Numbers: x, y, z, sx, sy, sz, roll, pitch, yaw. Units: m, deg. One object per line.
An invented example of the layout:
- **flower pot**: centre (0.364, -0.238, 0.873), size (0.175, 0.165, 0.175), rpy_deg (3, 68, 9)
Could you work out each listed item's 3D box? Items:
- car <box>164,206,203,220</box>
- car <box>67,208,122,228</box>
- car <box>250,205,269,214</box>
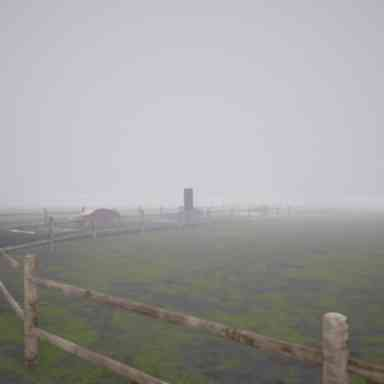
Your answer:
- **car**: centre (-0.834, 2.283, 36.905), size (2.033, 1.411, 5.357), rpy_deg (-1, -2, 35)
- **car**: centre (-7.814, 2.029, 27.108), size (1.812, 1.442, 4.674), rpy_deg (-1, -1, 35)
- **car**: centre (10.752, 2.689, 53.029), size (1.994, 1.385, 4.181), rpy_deg (-1, -2, 36)
